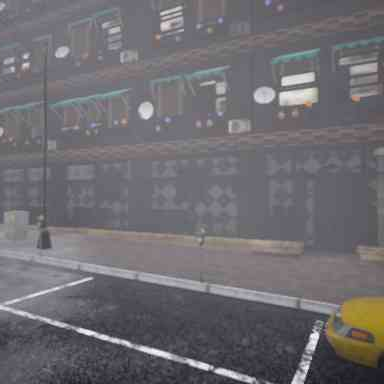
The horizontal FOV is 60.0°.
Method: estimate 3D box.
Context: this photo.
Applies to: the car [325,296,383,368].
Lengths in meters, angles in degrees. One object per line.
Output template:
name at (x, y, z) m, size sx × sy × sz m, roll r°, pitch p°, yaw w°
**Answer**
car at (4.092, 1.648, 3.662) m, size 4.829 × 1.417 × 1.752 m, roll 1°, pitch -2°, yaw 27°
